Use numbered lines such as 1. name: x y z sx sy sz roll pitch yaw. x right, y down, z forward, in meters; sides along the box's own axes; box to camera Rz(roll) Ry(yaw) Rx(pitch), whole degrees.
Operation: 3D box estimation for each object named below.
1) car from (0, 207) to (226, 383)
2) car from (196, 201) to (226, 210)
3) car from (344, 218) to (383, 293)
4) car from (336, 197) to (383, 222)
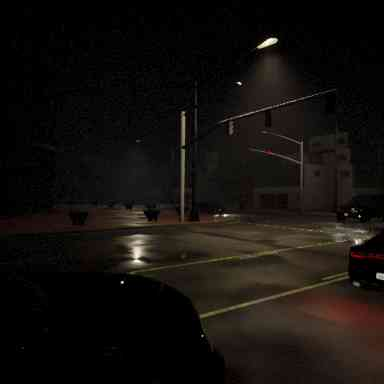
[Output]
1. car: -2.361 1.222 2.060 5.566 2.045 2.150 0 0 -36
2. car: 1.757 1.656 36.105 1.994 1.385 4.181 1 -1 -35
3. car: 5.718 1.498 7.862 5.008 1.535 1.882 0 0 -35
4. car: 13.939 1.387 26.838 5.566 2.045 2.150 1 0 -36
